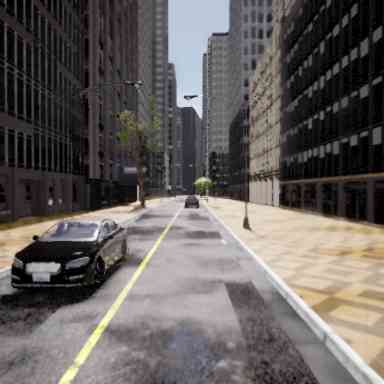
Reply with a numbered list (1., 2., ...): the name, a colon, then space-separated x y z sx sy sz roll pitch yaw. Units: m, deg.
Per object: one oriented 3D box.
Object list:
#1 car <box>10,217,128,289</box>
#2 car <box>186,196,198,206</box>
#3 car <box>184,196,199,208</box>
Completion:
1. car: -3.061 1.491 9.240 2.128 1.511 4.902 0 0 0
2. car: -0.009 1.509 58.026 2.128 1.511 4.902 0 0 0
3. car: -0.007 1.360 47.966 2.097 1.767 4.553 0 0 0
